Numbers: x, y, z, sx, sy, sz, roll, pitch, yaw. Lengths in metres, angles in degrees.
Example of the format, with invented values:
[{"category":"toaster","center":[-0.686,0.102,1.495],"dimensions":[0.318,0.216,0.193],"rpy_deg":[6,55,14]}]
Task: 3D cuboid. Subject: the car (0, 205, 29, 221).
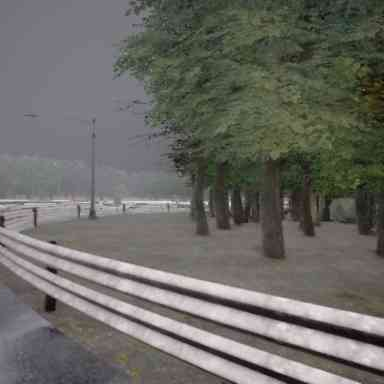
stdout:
[{"category":"car","center":[-15.633,1.908,28.490],"dimensions":[1.837,1.490,4.892],"rpy_deg":[0,-1,-5]}]
